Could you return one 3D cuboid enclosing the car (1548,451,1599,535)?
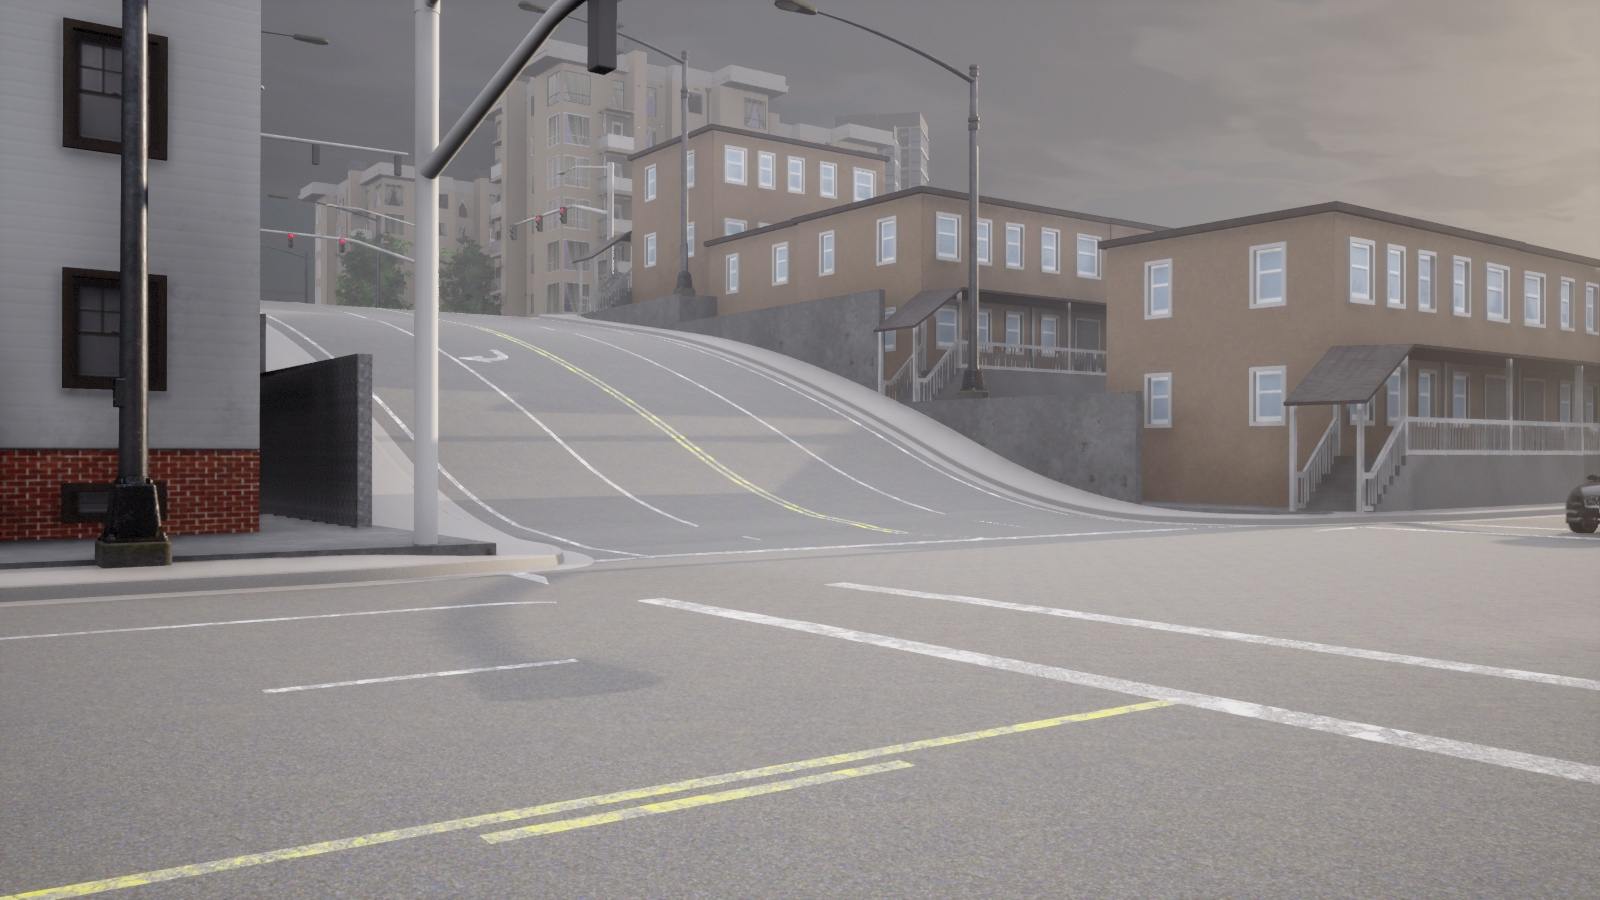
[{"bbox_3d":[16.340,0.773,23.721,4.892,1.490,1.837,0,0,-33],"label":"car"}]
